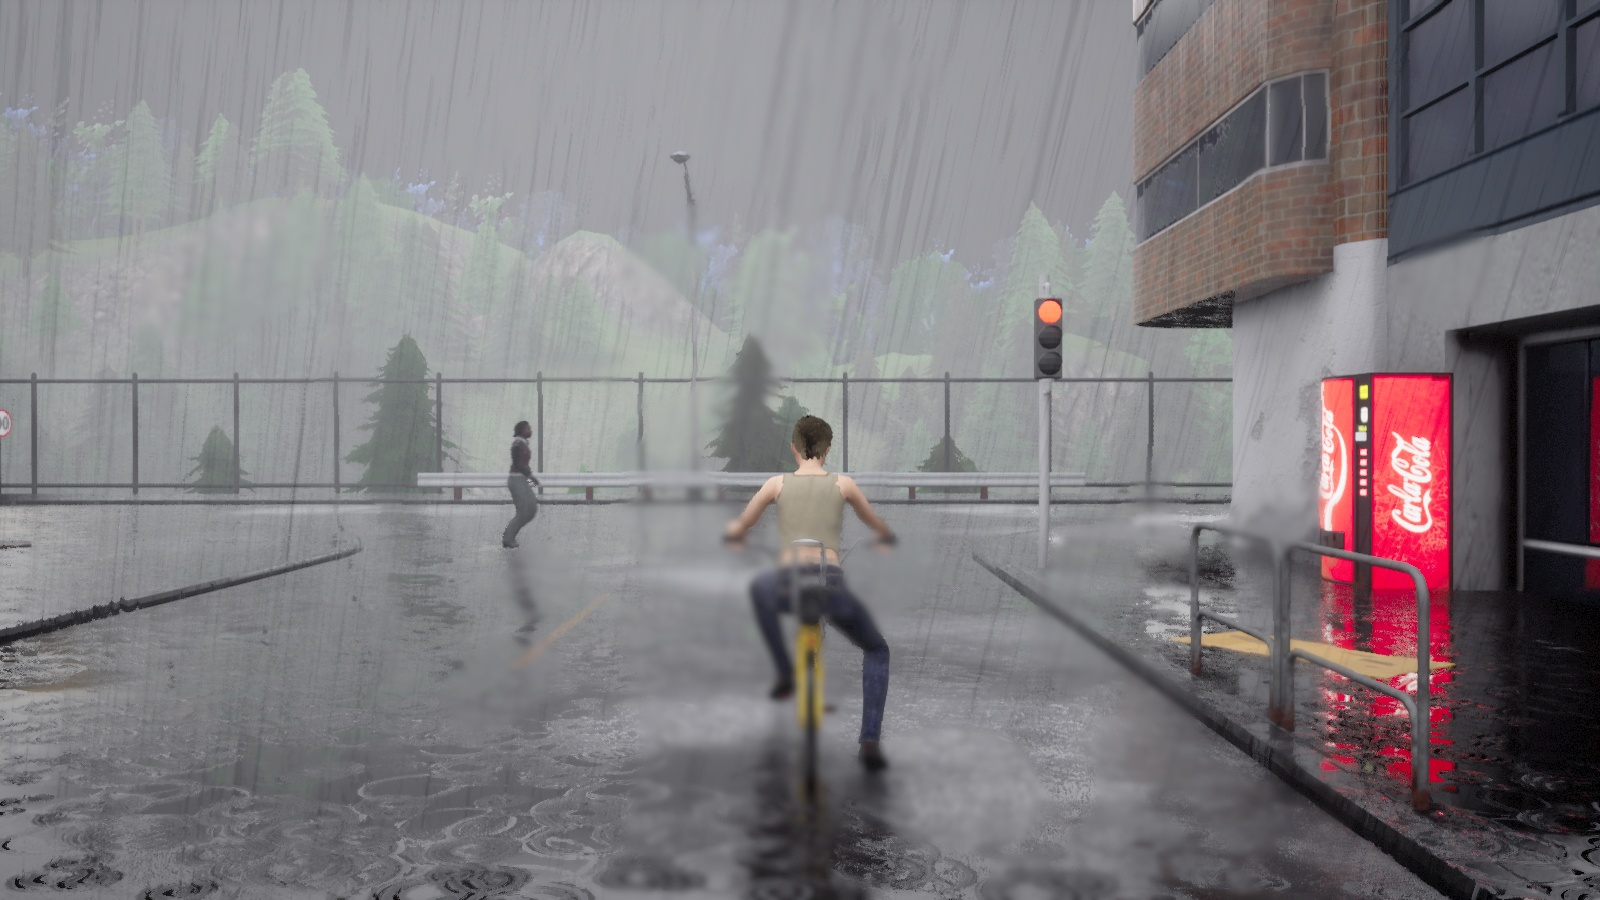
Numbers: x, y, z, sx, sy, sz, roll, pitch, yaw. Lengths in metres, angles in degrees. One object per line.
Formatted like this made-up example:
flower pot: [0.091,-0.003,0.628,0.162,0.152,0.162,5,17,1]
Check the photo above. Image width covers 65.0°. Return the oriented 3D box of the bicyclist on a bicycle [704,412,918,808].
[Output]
bicyclist on a bicycle: [0.049,0.647,5.860,0.866,1.612,1.509,0,0,0]

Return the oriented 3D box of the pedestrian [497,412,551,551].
pedestrian: [-3.877,0.435,17.647,0.666,1.930,0.402,0,0,0]
